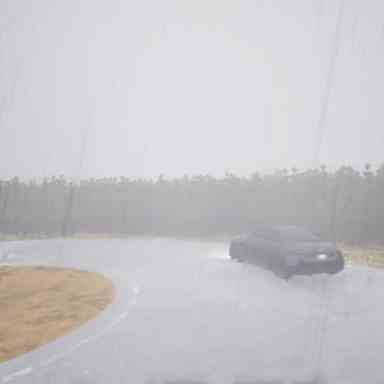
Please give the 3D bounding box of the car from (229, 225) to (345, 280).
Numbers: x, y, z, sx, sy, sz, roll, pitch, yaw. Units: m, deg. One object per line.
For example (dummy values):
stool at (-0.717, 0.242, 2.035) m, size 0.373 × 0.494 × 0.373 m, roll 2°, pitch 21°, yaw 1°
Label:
car at (2.844, 1.781, 10.888) m, size 1.994 × 1.385 × 4.181 m, roll 0°, pitch -1°, yaw -19°
